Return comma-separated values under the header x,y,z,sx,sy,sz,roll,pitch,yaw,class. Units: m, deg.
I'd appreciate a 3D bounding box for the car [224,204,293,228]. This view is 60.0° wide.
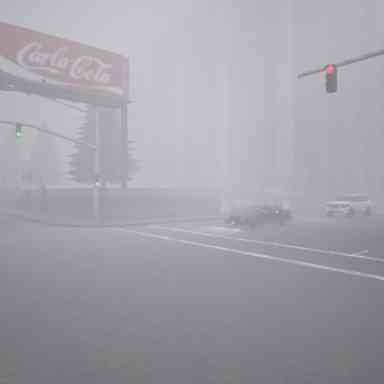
x,y,z,sx,sy,sz,roll,pitch,yaw,class
4.628,1.547,22.458,5.357,1.411,2.033,0,0,-39,car

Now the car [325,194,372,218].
x,y,z,sx,sy,sz,roll,pitch,yaw,class
14.453,1.224,30.551,5.566,2.045,2.150,1,0,-39,car
